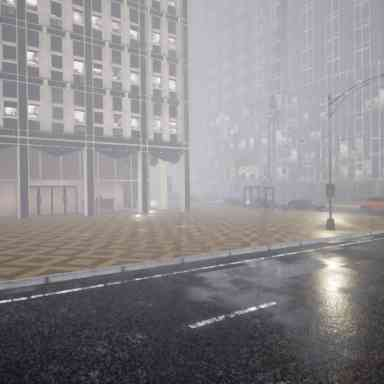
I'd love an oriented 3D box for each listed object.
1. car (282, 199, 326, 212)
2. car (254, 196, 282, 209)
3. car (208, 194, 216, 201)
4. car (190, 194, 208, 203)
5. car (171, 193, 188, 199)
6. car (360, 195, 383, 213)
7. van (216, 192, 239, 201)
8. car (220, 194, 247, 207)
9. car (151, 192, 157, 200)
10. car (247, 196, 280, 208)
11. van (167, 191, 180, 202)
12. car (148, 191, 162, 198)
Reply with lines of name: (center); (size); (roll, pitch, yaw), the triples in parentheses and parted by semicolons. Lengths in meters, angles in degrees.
car: (12.486, 1.422, 36.331); (1.947, 1.339, 4.313); (-1, 1, -34)
car: (9.302, 1.387, 41.041); (1.802, 1.307, 4.206); (-1, 1, -34)
car: (3.528, 1.042, 64.609); (1.802, 1.307, 4.206); (-1, 1, -34)
car: (0.311, 1.103, 59.114); (1.812, 1.442, 4.674); (-1, 1, -34)
car: (-2.869, 0.935, 74.006); (1.802, 1.307, 4.206); (0, 1, -34)
car: (18.840, 1.228, 32.017); (2.097, 1.767, 4.553); (-1, 1, -36)
van: (6.726, 0.854, 59.908); (1.690, 1.788, 3.998); (-1, 1, -34)
car: (6.152, 1.318, 45.771); (1.947, 1.339, 4.313); (-1, 1, -34)
car: (-9.797, 1.038, 69.290); (2.008, 1.369, 4.403); (0, 1, -34)
car: (9.641, 1.295, 45.331); (1.994, 1.385, 4.181); (-1, 1, -34)
van: (-3.399, 0.936, 59.892); (1.690, 1.788, 3.998); (0, 1, -34)
car: (-9.267, 0.685, 83.399); (1.967, 1.590, 4.097); (0, 1, -34)
